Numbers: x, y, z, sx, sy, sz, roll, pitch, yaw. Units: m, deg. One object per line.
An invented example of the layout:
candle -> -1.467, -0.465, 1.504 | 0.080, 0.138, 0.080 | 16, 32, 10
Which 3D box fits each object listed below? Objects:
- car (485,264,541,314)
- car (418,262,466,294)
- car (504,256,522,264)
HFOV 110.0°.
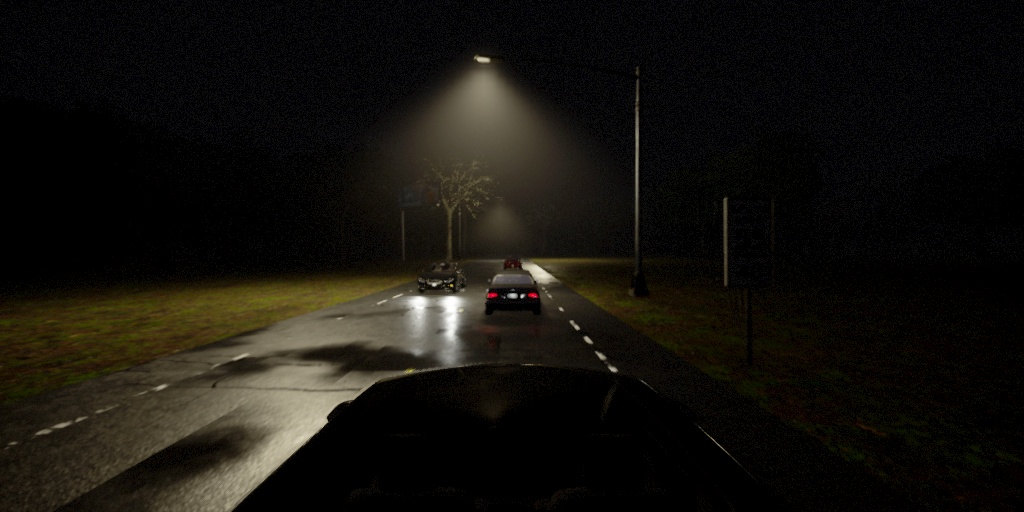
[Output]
car -> 0.044, 1.185, 13.078 | 2.033, 1.411, 5.357 | 0, 1, 1
car -> -3.563, 1.066, 18.942 | 1.837, 1.490, 4.892 | 0, 0, 0
car -> 0.084, 0.714, 38.665 | 1.812, 1.442, 4.674 | 0, 1, 0
